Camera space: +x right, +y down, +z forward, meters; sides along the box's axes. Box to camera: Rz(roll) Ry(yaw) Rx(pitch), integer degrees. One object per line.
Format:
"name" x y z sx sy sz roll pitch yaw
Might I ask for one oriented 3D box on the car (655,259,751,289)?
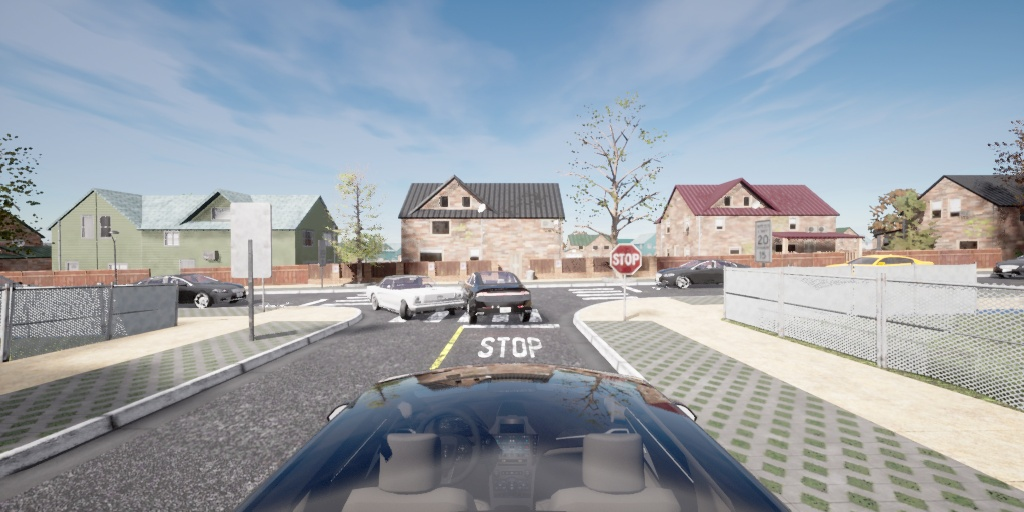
"car" 10.331 0.926 19.437 4.902 1.511 2.128 -1 1 0

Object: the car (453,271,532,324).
"car" -0.685 1.242 12.028 2.128 1.511 4.902 0 0 -12

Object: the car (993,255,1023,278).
"car" 29.386 0.478 19.511 4.902 1.511 2.128 -1 1 0

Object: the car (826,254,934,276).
"car" 19.761 0.690 19.474 5.008 1.535 1.882 -1 1 -1

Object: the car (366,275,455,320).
"car" -3.602 1.368 12.887 1.895 1.301 4.718 0 0 -38

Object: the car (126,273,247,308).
"car" -14.902 1.566 16.383 4.902 1.511 2.128 -1 1 0

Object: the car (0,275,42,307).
"car" -24.239 1.648 16.342 4.553 1.767 2.097 -1 1 0
